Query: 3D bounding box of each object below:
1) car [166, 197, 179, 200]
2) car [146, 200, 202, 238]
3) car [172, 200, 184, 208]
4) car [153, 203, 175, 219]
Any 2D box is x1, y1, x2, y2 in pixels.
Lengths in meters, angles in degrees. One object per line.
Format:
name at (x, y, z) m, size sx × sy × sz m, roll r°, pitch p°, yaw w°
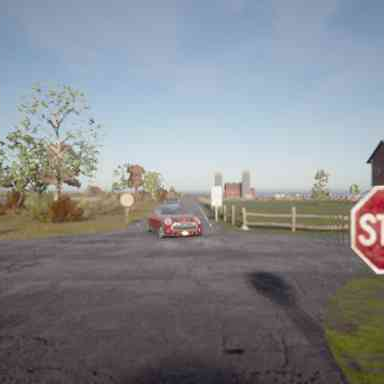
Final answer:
car at (-2.776, 1.719, 47.835) m, size 2.150 × 2.045 × 5.566 m, roll 0°, pitch 0°, yaw 0°
car at (-1.141, 1.520, 18.782) m, size 2.097 × 1.767 × 4.553 m, roll 0°, pitch -1°, yaw -21°
car at (-2.681, 2.231, 63.757) m, size 1.994 × 1.385 × 4.181 m, roll 0°, pitch -1°, yaw 0°
car at (-2.809, 1.881, 34.047) m, size 1.812 × 1.442 × 4.674 m, roll 0°, pitch -1°, yaw 0°
